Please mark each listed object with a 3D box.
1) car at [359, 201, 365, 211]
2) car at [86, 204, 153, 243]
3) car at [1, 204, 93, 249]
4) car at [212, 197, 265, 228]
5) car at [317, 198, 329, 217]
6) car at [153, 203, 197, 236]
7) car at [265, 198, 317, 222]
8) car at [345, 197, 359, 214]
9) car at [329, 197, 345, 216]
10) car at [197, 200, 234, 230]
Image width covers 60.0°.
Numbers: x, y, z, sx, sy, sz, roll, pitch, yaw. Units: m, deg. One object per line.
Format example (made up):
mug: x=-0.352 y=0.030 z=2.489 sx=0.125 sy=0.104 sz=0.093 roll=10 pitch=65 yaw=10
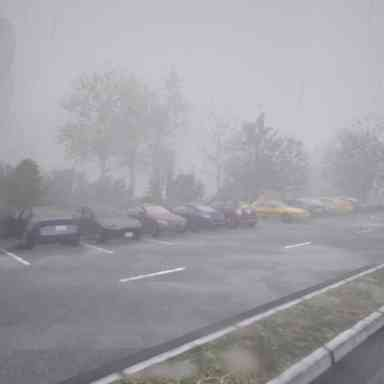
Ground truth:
car: x=14.036 y=1.238 z=32.249 sx=2.231 sy=1.521 sz=4.892 roll=-1 pitch=1 yaw=-43
car: x=-4.210 y=1.328 z=15.459 sx=2.163 sy=1.488 sz=4.792 roll=0 pitch=1 yaw=-43
car: x=-6.277 y=1.315 z=13.640 sx=2.163 sy=1.488 sz=4.792 roll=0 pitch=1 yaw=-43
car: x=1.885 y=1.185 z=21.054 sx=2.185 sy=1.767 sz=4.553 roll=0 pitch=1 yaw=-43
car: x=7.929 y=1.317 z=26.690 sx=2.163 sy=1.488 sz=4.792 roll=0 pitch=1 yaw=-43
car: x=-2.200 y=1.344 z=17.349 sx=2.002 sy=1.452 sz=4.674 roll=0 pitch=1 yaw=-43
car: x=6.042 y=1.297 z=24.664 sx=1.946 sy=1.575 sz=5.366 roll=0 pitch=1 yaw=-43
car: x=12.006 y=1.256 z=30.387 sx=2.097 sy=1.535 sz=5.008 roll=0 pitch=1 yaw=-43
car: x=9.971 y=1.273 z=28.533 sx=2.231 sy=1.521 sz=4.892 roll=0 pitch=1 yaw=-43
car: x=-0.169 y=1.347 z=19.208 sx=2.002 sy=1.452 sz=4.674 roll=0 pitch=1 yaw=-43
